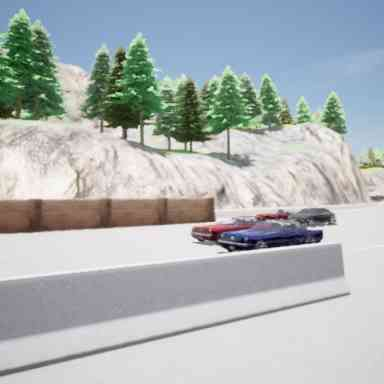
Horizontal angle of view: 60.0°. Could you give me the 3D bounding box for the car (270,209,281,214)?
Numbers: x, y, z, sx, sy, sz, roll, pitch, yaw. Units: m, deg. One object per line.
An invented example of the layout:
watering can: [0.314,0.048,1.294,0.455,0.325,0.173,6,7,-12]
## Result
car: [7.992,2.176,30.058,4.718,1.301,1.895,0,-2,-36]

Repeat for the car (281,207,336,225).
car: [9.801,1.999,27.056,4.892,1.490,1.837,1,-2,-36]

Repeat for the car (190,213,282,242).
car: [2.268,1.965,17.603,4.718,1.301,1.895,0,-1,-33]

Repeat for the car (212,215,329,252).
car: [3.422,1.880,14.185,4.718,1.301,1.895,0,-1,-33]
